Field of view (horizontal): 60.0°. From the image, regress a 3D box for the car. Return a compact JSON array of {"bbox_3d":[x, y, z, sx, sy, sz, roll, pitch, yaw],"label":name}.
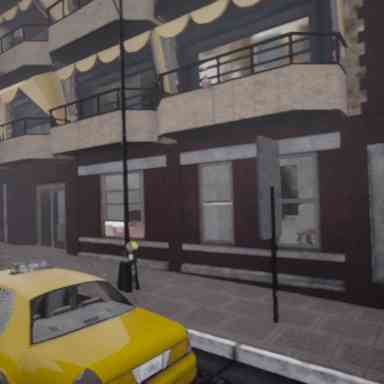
[{"bbox_3d":[-2.239,1.565,4.346,4.829,1.417,1.752,-1,-2,36],"label":"car"}]
